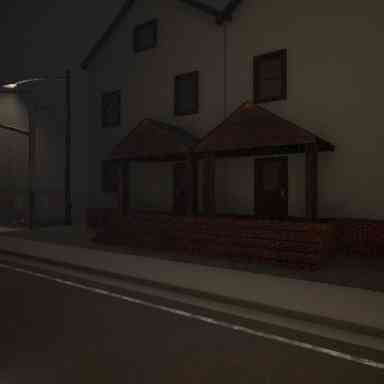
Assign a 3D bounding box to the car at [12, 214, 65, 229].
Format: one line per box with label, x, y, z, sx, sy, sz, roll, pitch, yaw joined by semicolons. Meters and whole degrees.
car;-14.341;2.818;31.468;2.128;1.511;4.902;0;-9;36
